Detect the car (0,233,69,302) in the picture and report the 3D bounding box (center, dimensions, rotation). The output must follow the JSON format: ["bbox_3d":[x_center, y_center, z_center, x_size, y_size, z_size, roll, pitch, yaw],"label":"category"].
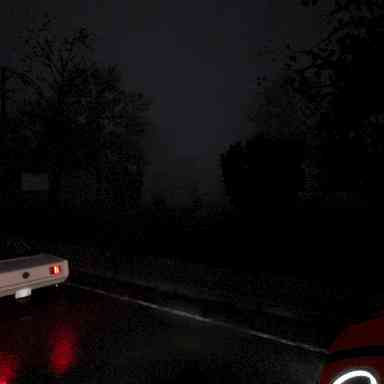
[{"bbox_3d":[-4.960,1.601,7.515,4.718,1.301,1.895,0,0,35],"label":"car"}]

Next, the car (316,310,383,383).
[{"bbox_3d":[3.066,1.352,1.842,4.553,1.767,2.097,0,0,35],"label":"car"}]
